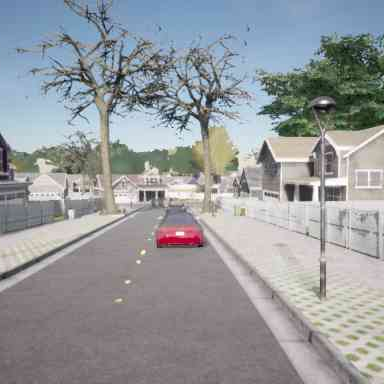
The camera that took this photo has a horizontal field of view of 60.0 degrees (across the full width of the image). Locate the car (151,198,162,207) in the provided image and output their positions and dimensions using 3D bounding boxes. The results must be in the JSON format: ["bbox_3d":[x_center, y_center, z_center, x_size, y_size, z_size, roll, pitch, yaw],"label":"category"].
[{"bbox_3d":[-5.510,1.661,53.502,2.128,1.511,4.902,0,0,-3],"label":"car"}]

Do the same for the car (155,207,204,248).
[{"bbox_3d":[-0.569,1.570,14.760,1.994,1.385,4.181,0,0,-3],"label":"car"}]

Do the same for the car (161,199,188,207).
[{"bbox_3d":[-1.415,1.531,29.757,2.128,1.511,4.902,0,0,-3],"label":"car"}]
